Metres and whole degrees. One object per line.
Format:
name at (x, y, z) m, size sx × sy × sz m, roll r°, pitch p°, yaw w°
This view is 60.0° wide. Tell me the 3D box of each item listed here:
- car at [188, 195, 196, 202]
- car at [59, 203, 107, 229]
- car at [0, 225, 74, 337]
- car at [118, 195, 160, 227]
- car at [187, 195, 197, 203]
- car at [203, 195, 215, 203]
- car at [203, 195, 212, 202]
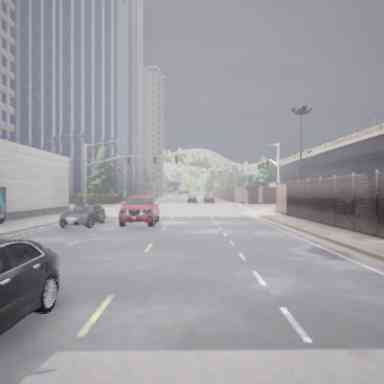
car at (0.028, 1.426, 77.491) m, size 1.837 × 1.490 × 4.892 m, roll 0°, pitch 0°, yaw 0°
car at (-7.023, 1.499, 21.825) m, size 2.128 × 1.511 × 4.902 m, roll 0°, pitch 0°, yaw 1°
car at (-3.575, 1.508, 4.884) m, size 1.837 × 1.490 × 4.892 m, roll 0°, pitch 0°, yaw 0°
car at (-3.508, 1.233, 22.996) m, size 2.150 × 2.045 × 5.566 m, roll 0°, pitch 0°, yaw 0°
car at (0.025, 1.497, 67.067) m, size 1.882 × 1.535 × 5.008 m, roll 0°, pitch 0°, yaw 0°
car at (3.525, 1.497, 67.066) m, size 1.882 × 1.535 × 5.008 m, roll 0°, pitch 0°, yaw 0°
car at (3.528, 1.426, 77.490) m, size 1.837 × 1.490 × 4.892 m, roll 0°, pitch 0°, yaw 0°
